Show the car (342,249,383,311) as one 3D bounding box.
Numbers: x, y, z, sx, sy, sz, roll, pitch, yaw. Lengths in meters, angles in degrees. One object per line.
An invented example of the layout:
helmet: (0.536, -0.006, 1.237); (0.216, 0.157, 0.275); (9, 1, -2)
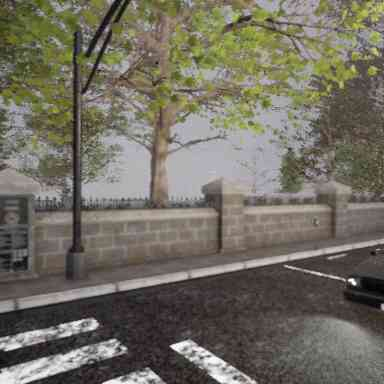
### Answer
car: (5.385, 1.569, 7.229); (5.357, 1.411, 2.033); (0, 0, -39)
